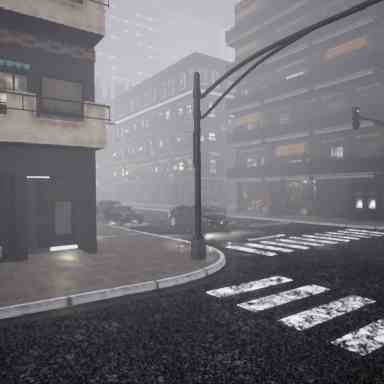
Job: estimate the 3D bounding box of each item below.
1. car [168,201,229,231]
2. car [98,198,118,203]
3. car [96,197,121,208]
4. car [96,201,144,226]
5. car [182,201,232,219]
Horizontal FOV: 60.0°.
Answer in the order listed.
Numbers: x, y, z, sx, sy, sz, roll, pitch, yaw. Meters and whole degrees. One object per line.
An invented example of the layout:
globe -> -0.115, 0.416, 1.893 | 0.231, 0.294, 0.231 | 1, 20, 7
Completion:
car -> 0.294, 1.533, 21.244 | 1.837, 1.490, 4.892 | -1, 1, -36
car -> -7.774, 1.539, 32.347 | 1.837, 1.490, 4.892 | -1, 2, -36
car -> -11.915, 1.520, 47.249 | 1.887, 1.381, 4.507 | -1, 1, -36
car -> -5.161, 1.632, 24.557 | 1.947, 1.339, 4.313 | -1, 1, -36
car -> 1.212, 1.513, 29.190 | 2.008, 1.369, 4.403 | -1, 1, -36
